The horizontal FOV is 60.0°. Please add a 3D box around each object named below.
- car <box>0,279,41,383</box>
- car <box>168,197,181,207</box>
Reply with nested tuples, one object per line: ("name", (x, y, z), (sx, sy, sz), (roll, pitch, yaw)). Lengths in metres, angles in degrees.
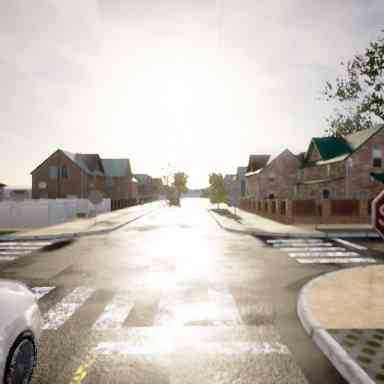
("car", (-2.749, 1.528, 2.341), (1.812, 1.442, 4.674), (0, 0, 0))
("car", (-2.716, 1.548, 52.753), (1.882, 1.535, 5.008), (0, 0, 0))
